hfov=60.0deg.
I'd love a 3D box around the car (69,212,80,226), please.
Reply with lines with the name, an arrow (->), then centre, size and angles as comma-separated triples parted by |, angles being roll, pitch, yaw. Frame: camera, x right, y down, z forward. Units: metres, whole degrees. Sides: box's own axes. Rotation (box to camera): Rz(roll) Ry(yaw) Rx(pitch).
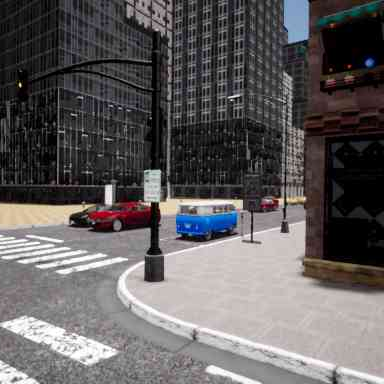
car -> -5.947, 1.466, 21.879 | 1.947, 1.339, 4.313 | 1, 1, 36

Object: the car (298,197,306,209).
car -> 15.666, 1.429, 42.289 | 2.128, 1.511, 4.902 | 1, 1, 36

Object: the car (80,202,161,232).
car -> -3.960, 1.418, 20.197 | 1.882, 1.535, 5.008 | 1, 1, 34

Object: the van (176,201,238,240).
van -> 0.877, 1.368, 17.008 | 1.690, 1.788, 3.998 | 1, 1, 36

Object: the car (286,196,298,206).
car -> 16.456, 1.363, 53.261 | 1.752, 1.417, 4.829 | 1, 1, 36

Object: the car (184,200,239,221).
car -> 1.792, 1.469, 28.256 | 2.033, 1.411, 5.357 | 1, 1, 36

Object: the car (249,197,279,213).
car -> 7.789, 1.505, 36.649 | 1.895, 1.301, 4.718 | 1, 1, 36
